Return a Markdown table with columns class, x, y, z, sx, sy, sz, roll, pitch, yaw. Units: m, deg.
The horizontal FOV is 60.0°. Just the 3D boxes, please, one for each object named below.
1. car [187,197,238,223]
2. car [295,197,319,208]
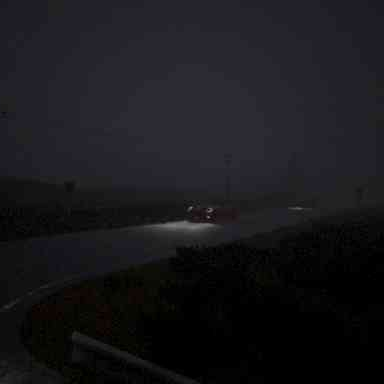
| class | x | y | z | sx | sy | sz | roll | pitch | yaw |
| --- | --- | --- | --- | --- | --- | --- | --- | --- | --- |
| car | 1.582 | 1.182 | 24.278 | 2.097 | 1.767 | 4.553 | 2 | 1 | 34 |
| car | 15.412 | 1.333 | 44.390 | 2.033 | 1.411 | 5.357 | 2 | 1 | 35 |
